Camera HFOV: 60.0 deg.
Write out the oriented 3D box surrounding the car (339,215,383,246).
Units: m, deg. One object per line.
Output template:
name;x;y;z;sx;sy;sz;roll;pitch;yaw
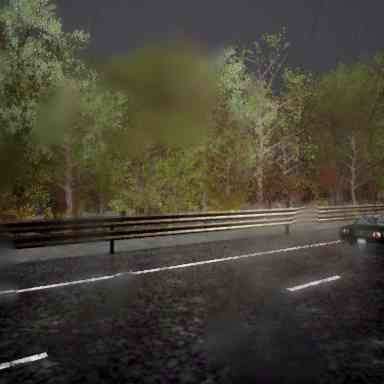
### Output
car;8.399;1.628;14.253;4.718;1.301;1.895;0;0;-36
